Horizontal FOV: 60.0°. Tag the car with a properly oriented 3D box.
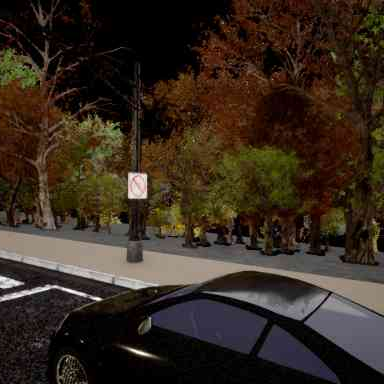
[{"bbox_3d":[0.382,1.564,3.414,4.181,1.385,1.994,0,0,36],"label":"car"}]
